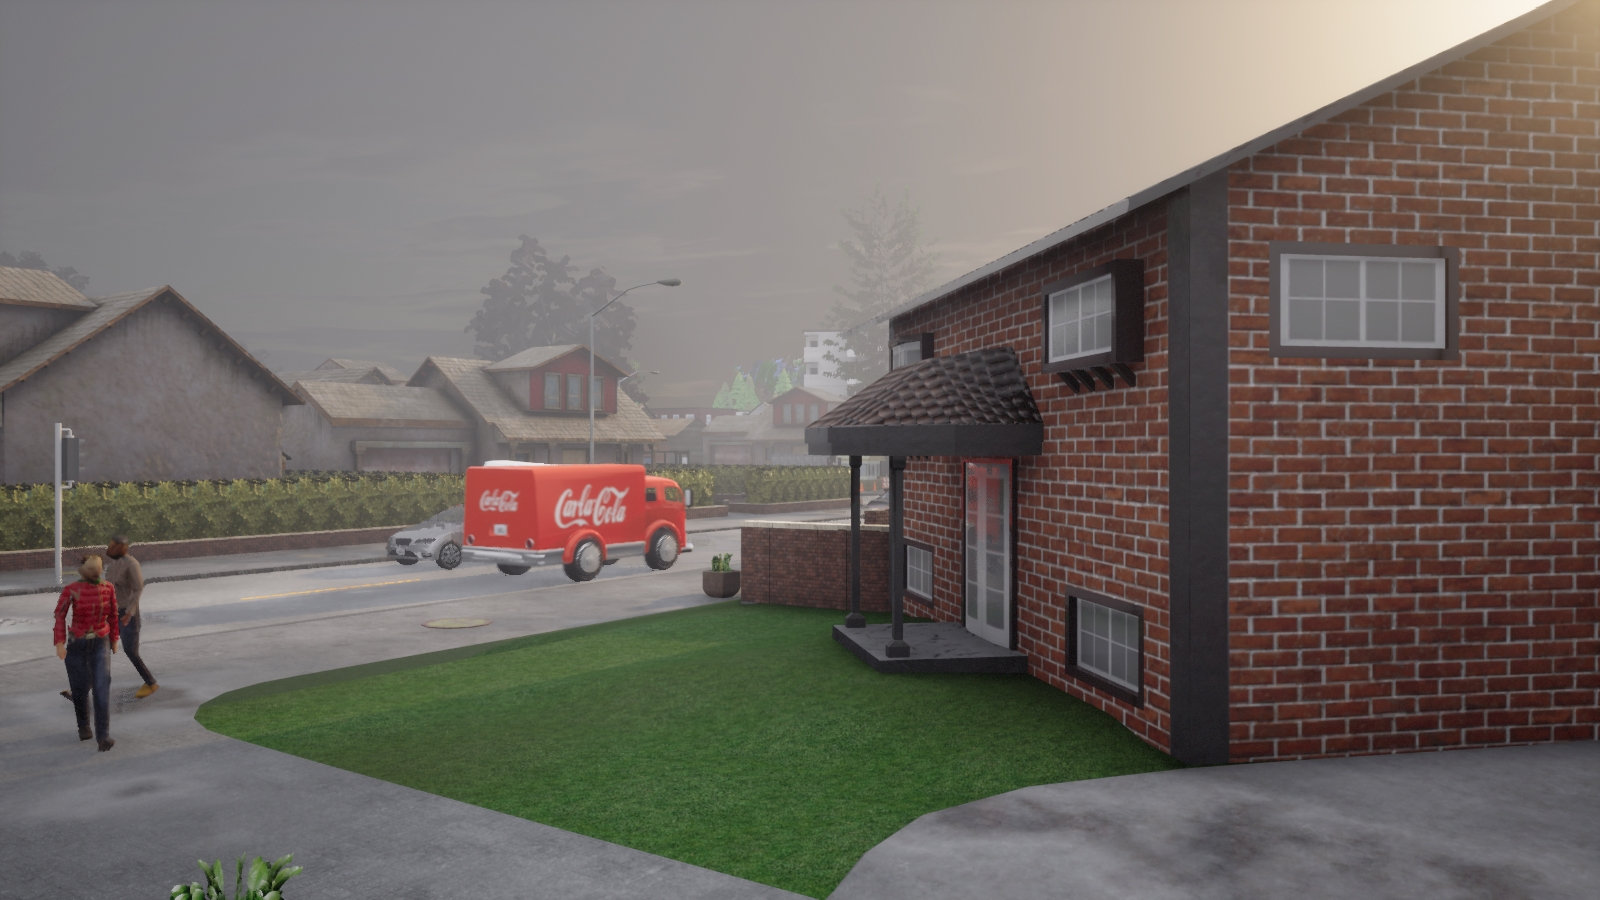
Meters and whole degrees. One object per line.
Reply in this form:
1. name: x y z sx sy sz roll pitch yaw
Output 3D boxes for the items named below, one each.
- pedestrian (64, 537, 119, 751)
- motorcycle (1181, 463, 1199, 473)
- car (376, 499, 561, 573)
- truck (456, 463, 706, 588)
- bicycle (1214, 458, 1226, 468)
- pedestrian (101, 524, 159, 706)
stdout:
1. pedestrian: -6.453 1.738 10.403 0.375 1.860 0.375 0 0 -40
2. motorcycle: 47.455 2.161 139.026 2.033 1.199 0.803 0 0 35
3. car: -8.091 2.051 28.194 1.816 1.474 4.193 0 0 34
4. truck: -4.804 1.554 25.854 2.627 2.467 5.204 0 0 35
5. bicycle: 65.395 2.030 177.932 1.835 1.471 0.329 0 0 35
6. pedestrian: -7.130 1.737 12.164 0.375 1.860 0.375 0 0 22
